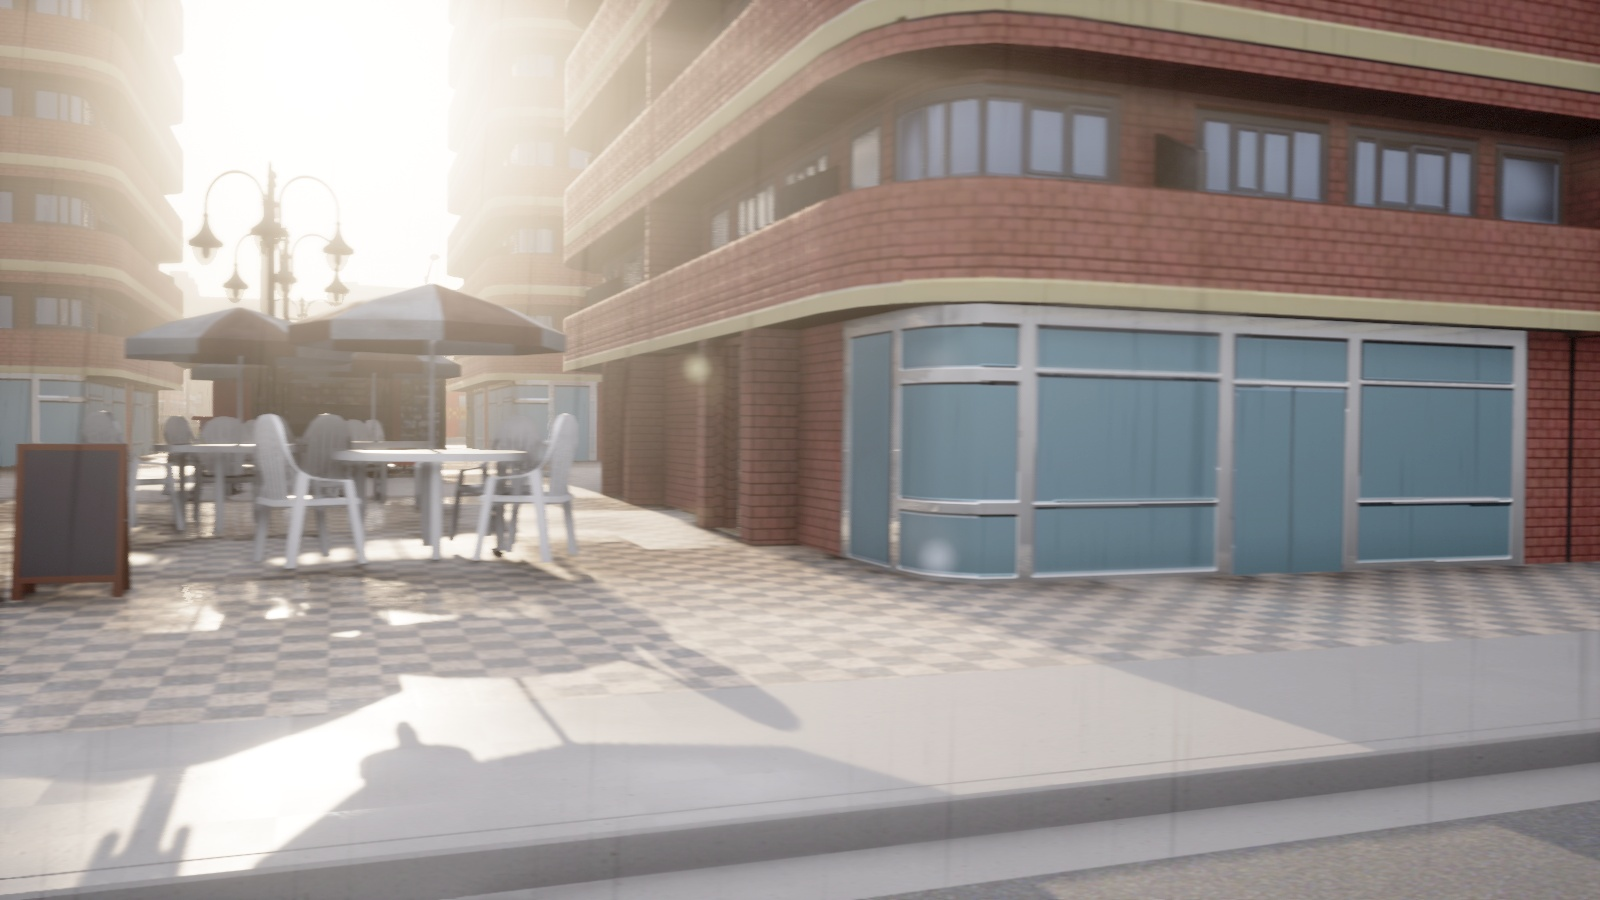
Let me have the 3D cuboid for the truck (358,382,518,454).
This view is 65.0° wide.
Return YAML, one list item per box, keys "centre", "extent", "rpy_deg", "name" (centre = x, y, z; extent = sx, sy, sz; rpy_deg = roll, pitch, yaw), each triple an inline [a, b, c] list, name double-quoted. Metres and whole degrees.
- centre: [-20.673, -1.836, 71.681]
  extent: [8.468, 3.827, 2.891]
  rpy_deg: [-2, 1, -21]
  name: "truck"

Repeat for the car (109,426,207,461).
- centre: [-35.623, -0.363, 69.821]
  extent: [4.553, 1.767, 2.097]
  rpy_deg: [-2, 1, -21]
  name: "car"
